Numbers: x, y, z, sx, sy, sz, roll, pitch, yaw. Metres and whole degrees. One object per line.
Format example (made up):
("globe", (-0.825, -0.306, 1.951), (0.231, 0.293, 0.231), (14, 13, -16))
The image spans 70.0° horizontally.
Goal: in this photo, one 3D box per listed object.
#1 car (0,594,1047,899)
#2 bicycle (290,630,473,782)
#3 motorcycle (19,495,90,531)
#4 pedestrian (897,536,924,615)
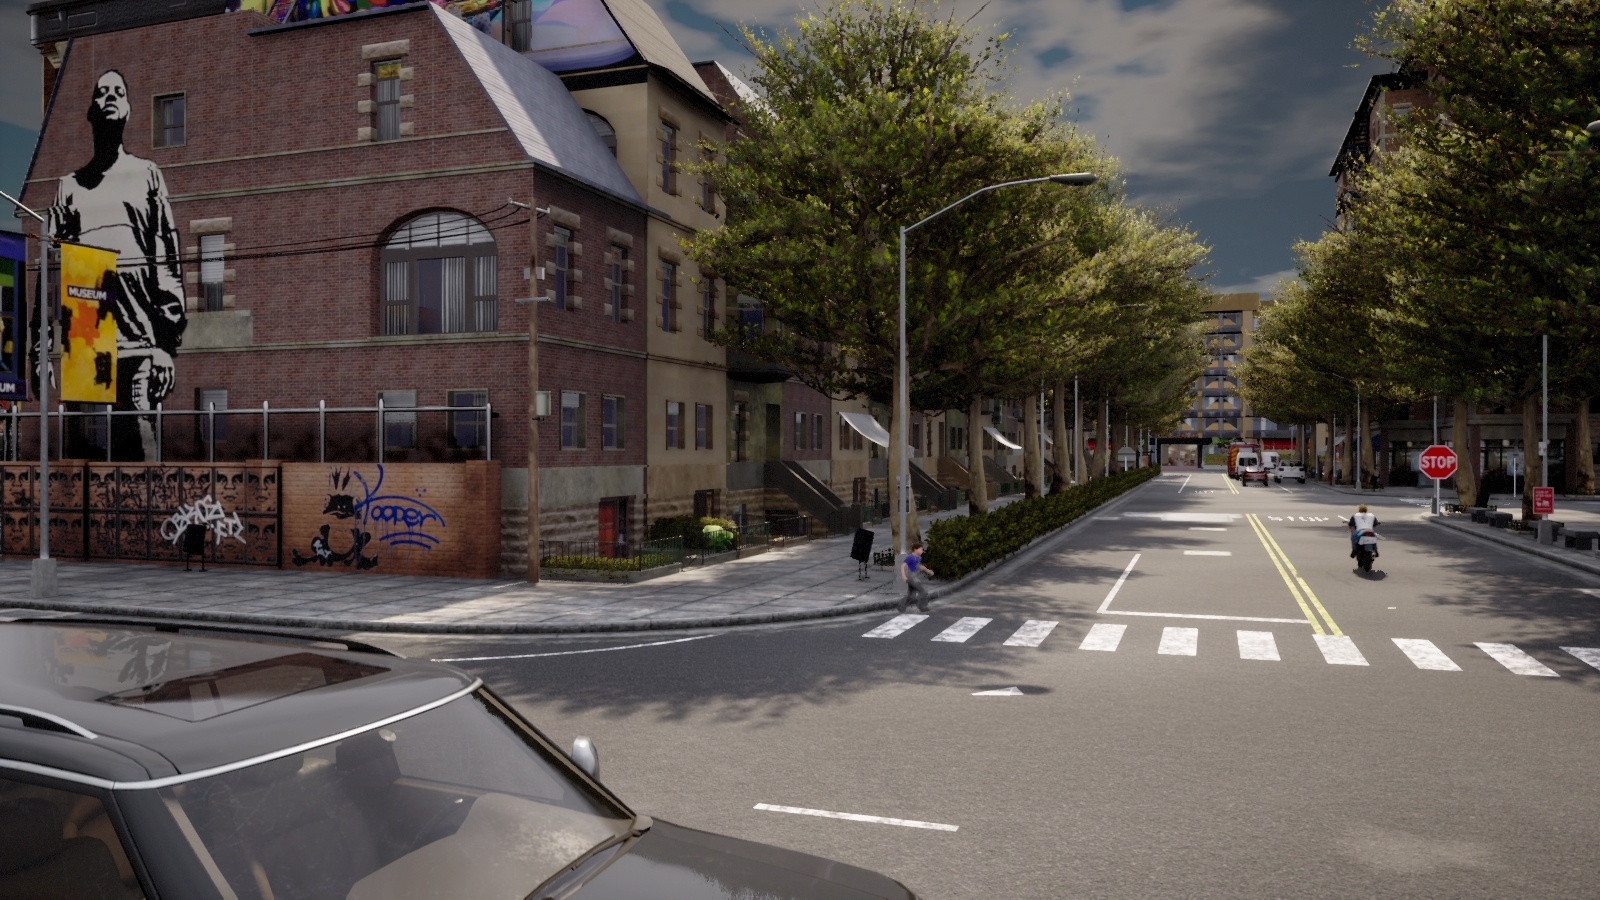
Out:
("car", (-2.100, 1.778, 4.031), (5.566, 2.045, 2.150), (0, 0, 20))
("bicycle", (-3.731, 2.259, 10.285), (1.487, 1.080, 0.859), (0, 0, -18))
("motorcycle", (-26.496, 2.227, 40.646), (0.803, 1.145, 2.033), (0, 0, 20))
("pedestrian", (1.892, 2.131, 19.490), (0.375, 1.300, 0.375), (0, 0, 20))
